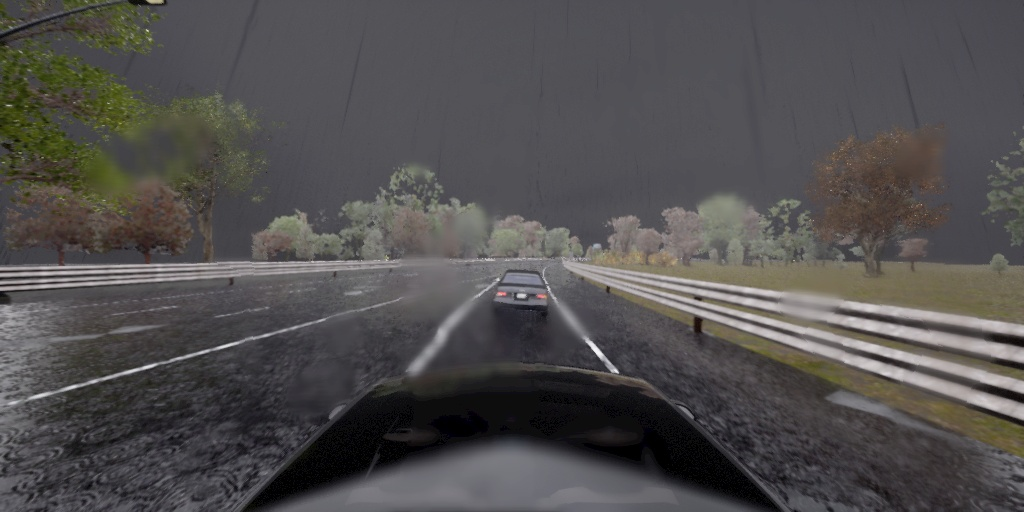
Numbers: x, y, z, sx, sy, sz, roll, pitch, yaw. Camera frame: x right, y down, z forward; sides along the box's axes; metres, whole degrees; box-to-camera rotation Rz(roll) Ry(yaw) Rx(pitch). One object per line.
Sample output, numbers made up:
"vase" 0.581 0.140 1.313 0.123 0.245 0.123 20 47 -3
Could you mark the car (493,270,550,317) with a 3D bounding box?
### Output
"car" 0.353 1.209 12.976 2.033 1.411 5.357 4 0 2
